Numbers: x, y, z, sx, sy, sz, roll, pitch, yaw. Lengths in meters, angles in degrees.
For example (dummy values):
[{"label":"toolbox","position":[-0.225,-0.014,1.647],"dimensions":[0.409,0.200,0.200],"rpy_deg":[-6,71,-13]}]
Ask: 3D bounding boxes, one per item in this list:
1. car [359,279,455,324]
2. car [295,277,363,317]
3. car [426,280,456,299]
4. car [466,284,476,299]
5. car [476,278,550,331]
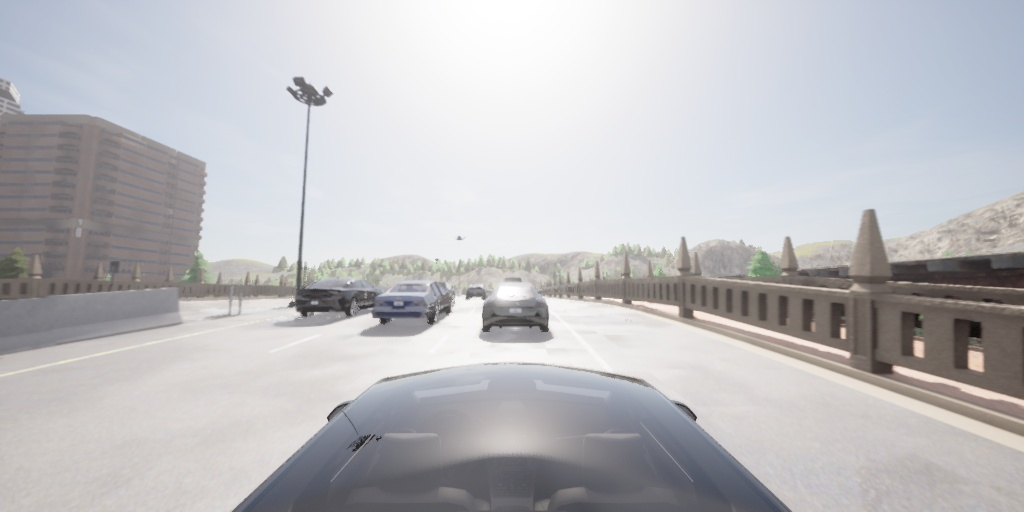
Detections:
[{"label":"car","position":[-3.403,1.602,13.258],"dimensions":[2.033,1.411,5.357],"rpy_deg":[0,-3,0]},{"label":"car","position":[-6.902,1.627,15.017],"dimensions":[1.882,1.535,5.008],"rpy_deg":[0,-3,0]},{"label":"car","position":[-6.908,3.349,35.421],"dimensions":[2.097,1.767,4.553],"rpy_deg":[0,-6,0]},{"label":"car","position":[-3.407,3.503,35.563],"dimensions":[2.128,1.511,4.902],"rpy_deg":[0,-6,0]},{"label":"car","position":[0.098,1.548,11.795],"dimensions":[1.994,1.385,4.181],"rpy_deg":[0,-2,0]}]
